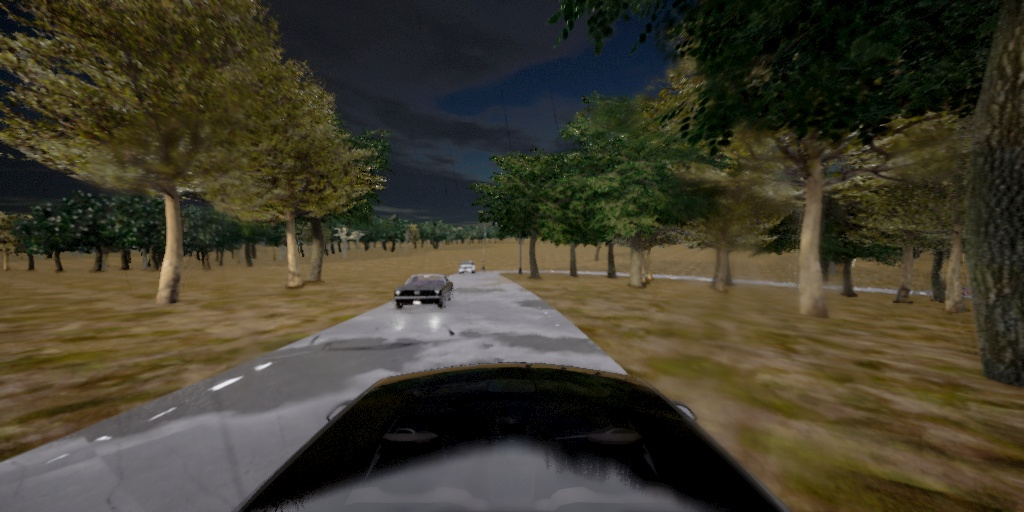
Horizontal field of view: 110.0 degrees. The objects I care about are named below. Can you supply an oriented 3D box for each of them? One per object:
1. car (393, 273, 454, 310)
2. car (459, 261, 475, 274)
[{"bbox_3d":[-3.631,1.430,15.389,1.895,1.301,4.718,0,0,-4],"label":"car"},{"bbox_3d":[-7.121,1.800,56.965,2.150,2.045,5.566,-1,-1,-1],"label":"car"}]
